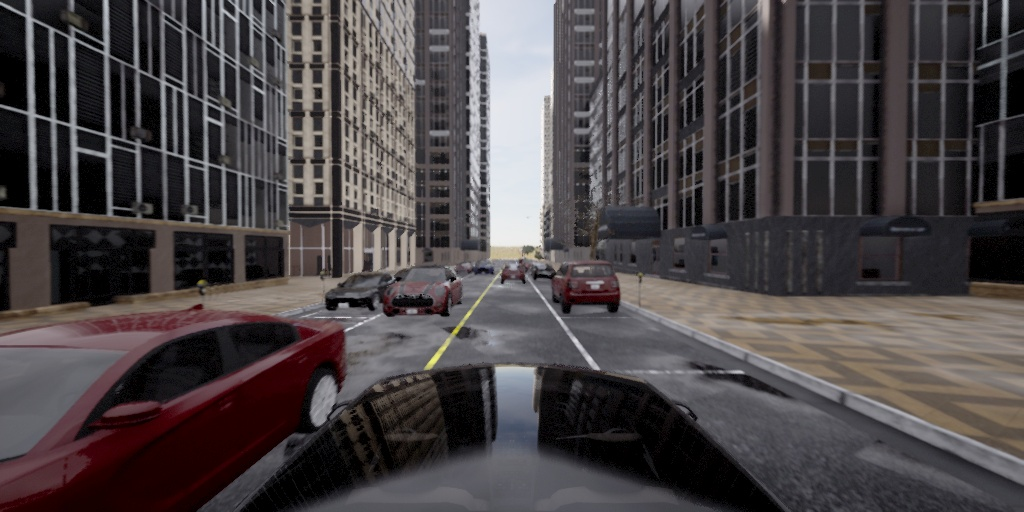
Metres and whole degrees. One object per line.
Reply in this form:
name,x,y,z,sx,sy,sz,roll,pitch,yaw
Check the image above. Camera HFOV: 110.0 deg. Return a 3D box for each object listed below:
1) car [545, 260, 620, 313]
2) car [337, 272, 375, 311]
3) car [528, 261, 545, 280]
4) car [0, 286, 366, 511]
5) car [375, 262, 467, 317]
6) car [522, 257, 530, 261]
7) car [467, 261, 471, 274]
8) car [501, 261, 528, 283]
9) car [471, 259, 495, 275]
car,2.728,1.090,14.061,2.192,1.841,5.009,0,0,0
car,-5.830,1.341,14.608,1.948,1.339,4.313,0,0,0
car,2.685,1.371,31.570,1.948,1.339,4.313,0,0,0
car,-3.098,1.229,2.700,1.882,1.535,5.008,0,0,0
car,-3.088,1.125,13.304,2.097,1.767,4.553,0,0,0
car,2.681,1.272,48.594,1.967,1.591,4.097,0,0,0
car,-5.666,1.405,42.978,1.802,1.307,4.207,0,0,0
car,0.099,1.325,28.050,1.812,1.442,4.674,0,0,0
car,-3.020,1.169,39.951,2.097,1.767,4.553,0,0,0
